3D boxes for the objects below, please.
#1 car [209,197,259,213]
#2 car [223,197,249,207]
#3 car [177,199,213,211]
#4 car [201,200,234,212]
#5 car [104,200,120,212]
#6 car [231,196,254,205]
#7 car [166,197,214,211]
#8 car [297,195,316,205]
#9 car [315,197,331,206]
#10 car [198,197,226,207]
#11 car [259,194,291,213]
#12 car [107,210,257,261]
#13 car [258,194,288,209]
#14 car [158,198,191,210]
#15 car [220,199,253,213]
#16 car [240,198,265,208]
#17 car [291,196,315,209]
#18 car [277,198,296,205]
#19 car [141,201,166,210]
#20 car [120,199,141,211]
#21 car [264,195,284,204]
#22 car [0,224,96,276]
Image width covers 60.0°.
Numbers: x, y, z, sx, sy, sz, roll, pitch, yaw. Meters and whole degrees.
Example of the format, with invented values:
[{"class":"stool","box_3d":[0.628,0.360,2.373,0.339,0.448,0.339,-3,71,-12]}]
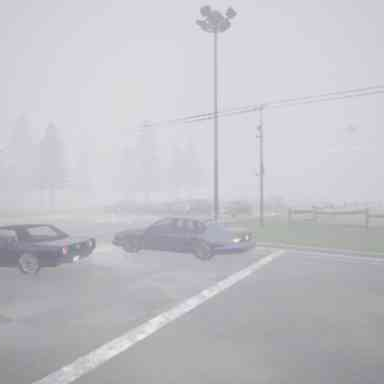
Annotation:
[{"class":"car","box_3d":[4.043,1.562,31.295,2.128,1.511,4.902,0,0,36]},{"class":"car","box_3d":[7.149,1.597,53.316,1.882,1.535,5.008,0,0,37]},{"class":"car","box_3d":[0.484,1.666,44.236,2.033,1.411,5.357,0,0,36]},{"class":"car","box_3d":[3.270,1.704,42.114,1.895,1.301,4.718,0,0,36]},{"class":"car","box_3d":[-7.961,1.639,38.558,1.837,1.490,4.892,0,0,36]},{"class":"car","box_3d":[9.491,1.627,62.331,2.128,1.511,4.902,0,0,36]},{"class":"car","box_3d":[0.000,1.438,31.633,2.097,1.767,4.553,0,0,35]},{"class":"car","box_3d":[20.635,1.439,59.813,2.097,1.767,4.553,0,0,37]},{"class":"car","box_3d":[21.826,1.549,55.566,1.882,1.535,5.008,0,0,37]},{"class":"car","box_3d":[3.323,1.626,53.998,2.128,1.511,4.902,0,0,36]},{"class":"car","box_3d":[9.438,1.423,38.699,2.097,1.767,4.553,0,0,36]},{"class":"car","box_3d":[-0.390,1.582,12.328,5.357,1.411,2.033,0,0,28]},{"class":"car","box_3d":[11.629,1.306,47.620,2.150,2.045,5.566,0,0,36]},{"class":"car","box_3d":[-2.380,1.612,46.242,1.882,1.535,5.008,0,0,36]},{"class":"car","box_3d":[5.242,1.612,38.882,1.812,1.442,4.674,0,0,36]},{"class":"car","box_3d":[9.160,1.629,50.166,1.812,1.442,4.674,0,0,36]},{"class":"car","box_3d":[15.330,1.672,46.748,1.895,1.301,4.718,0,0,36]},{"class":"car","box_3d":[17.484,1.704,61.420,1.895,1.301,4.718,0,0,37]},{"class":"car","box_3d":[-2.368,1.650,34.358,2.033,1.411,5.357,0,0,35]},{"class":"car","box_3d":[-5.186,1.719,36.425,1.895,1.301,4.718,0,0,36]},{"class":"car","box_3d":[16.185,1.472,65.556,2.097,1.767,4.553,0,0,36]},{"class":"car","box_3d":[-5.525,1.649,10.249,4.718,1.301,1.895,0,0,15]}]
